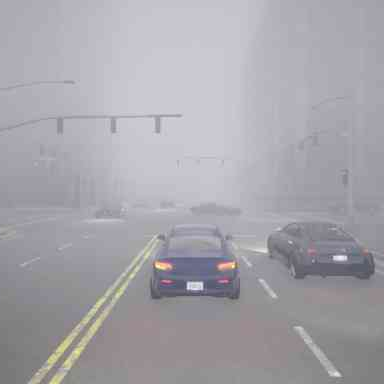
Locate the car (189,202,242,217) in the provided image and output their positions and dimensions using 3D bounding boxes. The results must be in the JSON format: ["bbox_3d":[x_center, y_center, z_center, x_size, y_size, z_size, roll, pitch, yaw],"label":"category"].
[{"bbox_3d":[2.120,1.570,29.922,4.718,1.301,1.895,0,0,40],"label":"car"}]

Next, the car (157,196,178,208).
[{"bbox_3d":[-3.490,1.601,47.791,1.895,1.301,4.718,0,0,0],"label":"car"}]

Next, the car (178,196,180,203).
[{"bbox_3d":[-3.380,1.493,66.662,2.128,1.511,4.902,0,0,1],"label":"car"}]

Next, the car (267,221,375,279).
[{"bbox_3d":[3.594,1.564,10.029,1.994,1.385,4.181,0,0,0],"label":"car"}]

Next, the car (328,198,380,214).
[{"bbox_3d":[16.784,1.422,34.535,5.008,1.535,1.882,0,0,0],"label":"car"}]

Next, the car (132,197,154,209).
[{"bbox_3d":[-6.995,1.547,46.034,2.033,1.411,5.357,0,0,0],"label":"car"}]

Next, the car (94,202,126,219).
[{"bbox_3d":[-7.035,1.534,28.968,1.994,1.385,4.181,0,0,0],"label":"car"}]

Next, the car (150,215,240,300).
[{"bbox_3d":[0.078,1.526,8.293,1.812,1.442,4.674,0,0,1],"label":"car"}]

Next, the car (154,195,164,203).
[{"bbox_3d":[-6.924,1.547,61.556,2.033,1.411,5.357,0,0,1],"label":"car"}]
